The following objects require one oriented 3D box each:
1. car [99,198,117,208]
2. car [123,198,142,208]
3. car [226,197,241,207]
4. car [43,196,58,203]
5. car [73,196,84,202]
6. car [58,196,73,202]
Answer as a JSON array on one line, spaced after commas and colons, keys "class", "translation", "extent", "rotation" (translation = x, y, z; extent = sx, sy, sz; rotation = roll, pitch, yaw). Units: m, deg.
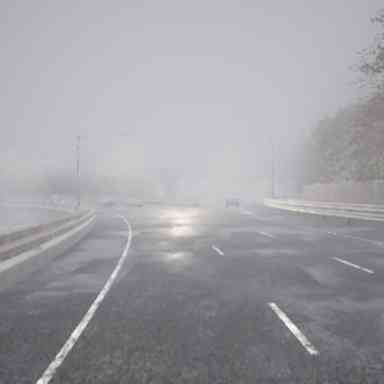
[{"class": "car", "translation": [-12.757, 1.652, 50.191], "extent": [1.837, 1.490, 4.892], "rotation": [0, 0, -28]}, {"class": "car", "translation": [-9.196, 1.670, 50.865], "extent": [1.994, 1.385, 4.181], "rotation": [-1, 0, -28]}, {"class": "car", "translation": [6.165, 1.421, 49.476], "extent": [2.128, 1.511, 4.902], "rotation": [-1, 0, 14]}, {"class": "car", "translation": [-33.885, 1.978, 77.520], "extent": [4.718, 1.301, 1.895], "rotation": [-1, 0, 41]}, {"class": "car", "translation": [-28.674, 1.847, 82.232], "extent": [4.902, 1.511, 2.128], "rotation": [-1, 0, 41]}, {"class": "car", "translation": [-31.276, 1.836, 79.881], "extent": [5.008, 1.535, 1.882], "rotation": [-1, 0, 41]}]
